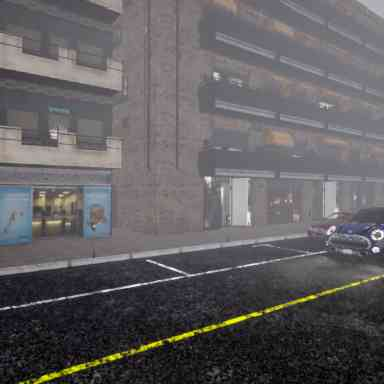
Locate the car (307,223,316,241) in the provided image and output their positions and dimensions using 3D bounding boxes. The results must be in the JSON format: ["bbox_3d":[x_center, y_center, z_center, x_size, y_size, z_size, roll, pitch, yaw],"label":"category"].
[{"bbox_3d":[7.172,1.583,15.538,4.206,1.307,1.802,0,0,-35],"label":"car"}]

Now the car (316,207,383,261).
[{"bbox_3d":[6.892,1.353,12.159,4.553,1.767,2.097,0,0,-36],"label":"car"}]
